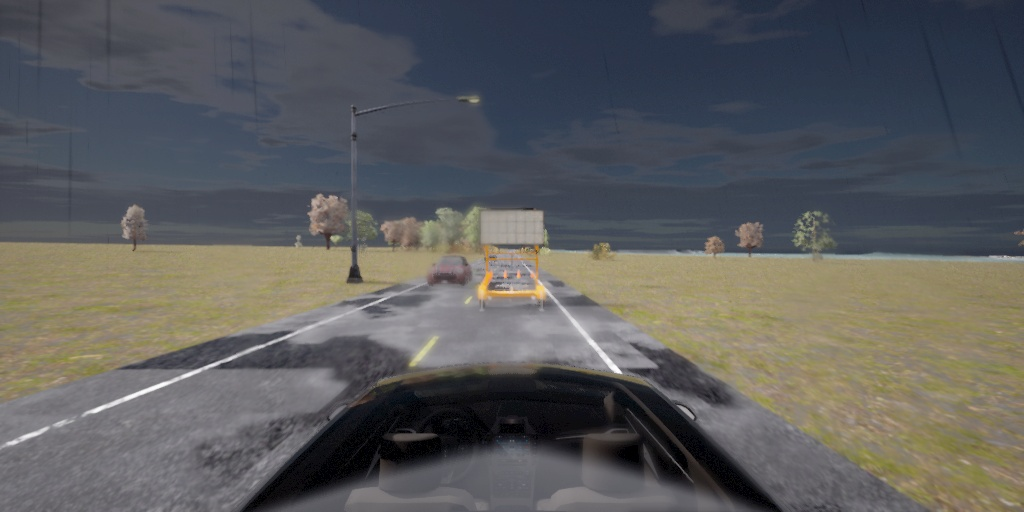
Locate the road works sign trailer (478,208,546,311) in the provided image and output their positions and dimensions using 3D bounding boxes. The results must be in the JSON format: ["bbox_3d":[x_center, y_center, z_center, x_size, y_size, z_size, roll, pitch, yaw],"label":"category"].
[{"bbox_3d":[-0.001,0.019,13.329,2.380,3.560,2.880,0,0,0],"label":"road works sign trailer"}]

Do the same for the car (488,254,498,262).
[{"bbox_3d":[-3.524,0.319,63.106,1.895,1.301,4.718,0,1,0],"label":"car"}]

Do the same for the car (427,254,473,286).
[{"bbox_3d":[-3.592,0.771,21.395,2.097,1.767,4.553,0,1,0],"label":"car"}]
